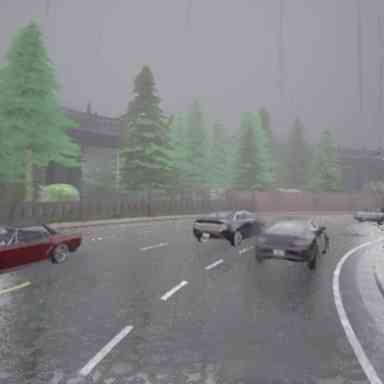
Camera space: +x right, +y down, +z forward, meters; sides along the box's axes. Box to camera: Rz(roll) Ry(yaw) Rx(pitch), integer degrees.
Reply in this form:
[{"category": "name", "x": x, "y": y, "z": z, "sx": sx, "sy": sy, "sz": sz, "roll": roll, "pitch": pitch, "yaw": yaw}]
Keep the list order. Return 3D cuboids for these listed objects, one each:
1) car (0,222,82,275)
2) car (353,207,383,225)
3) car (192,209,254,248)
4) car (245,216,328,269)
[{"category": "car", "x": -5.265, "y": 1.551, "z": 9.203, "sx": 1.895, "sy": 1.301, "sz": 4.718, "roll": 1, "pitch": 0, "yaw": 19}, {"category": "car", "x": 14.935, "y": 1.819, "z": 26.054, "sx": 4.718, "sy": 1.301, "sz": 1.895, "roll": 1, "pitch": 0, "yaw": -27}, {"category": "car", "x": 1.888, "y": 1.536, "z": 15.320, "sx": 2.128, "sy": 1.511, "sz": 4.902, "roll": 0, "pitch": 0, "yaw": 33}, {"category": "car", "x": 3.539, "y": 1.585, "z": 11.506, "sx": 1.812, "sy": 1.442, "sz": 4.674, "roll": 0, "pitch": 0, "yaw": 27}]
